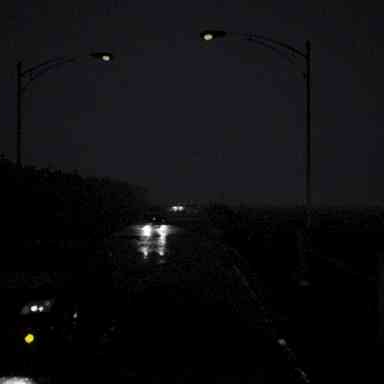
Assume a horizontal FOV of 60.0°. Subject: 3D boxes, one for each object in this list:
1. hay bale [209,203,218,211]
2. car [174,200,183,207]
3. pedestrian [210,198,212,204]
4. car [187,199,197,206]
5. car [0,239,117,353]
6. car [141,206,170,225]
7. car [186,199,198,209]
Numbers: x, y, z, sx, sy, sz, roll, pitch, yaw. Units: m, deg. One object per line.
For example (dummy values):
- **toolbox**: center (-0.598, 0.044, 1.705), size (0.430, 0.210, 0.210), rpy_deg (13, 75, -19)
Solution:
- **hay bale**: center (3.115, 2.201, 48.960), size (1.220, 1.180, 1.240), rpy_deg (0, 0, 0)
- **car**: center (-2.771, 2.309, 68.491), size (2.128, 1.511, 4.902), rpy_deg (0, -1, 0)
- **pedestrian**: center (2.810, 1.861, 50.062), size (0.375, 1.860, 0.375), rpy_deg (0, 0, -2)
- **car**: center (-0.019, 2.205, 71.301), size (2.033, 1.411, 5.357), rpy_deg (0, -1, 0)
- **car**: center (-2.816, 1.631, 6.360), size (1.994, 1.385, 4.181), rpy_deg (0, -1, 1)
- **car**: center (-2.856, 1.851, 26.952), size (1.994, 1.385, 4.181), rpy_deg (0, -1, 0)
- **car**: center (-0.017, 2.128, 56.351), size (2.128, 1.511, 4.902), rpy_deg (0, -1, 0)
